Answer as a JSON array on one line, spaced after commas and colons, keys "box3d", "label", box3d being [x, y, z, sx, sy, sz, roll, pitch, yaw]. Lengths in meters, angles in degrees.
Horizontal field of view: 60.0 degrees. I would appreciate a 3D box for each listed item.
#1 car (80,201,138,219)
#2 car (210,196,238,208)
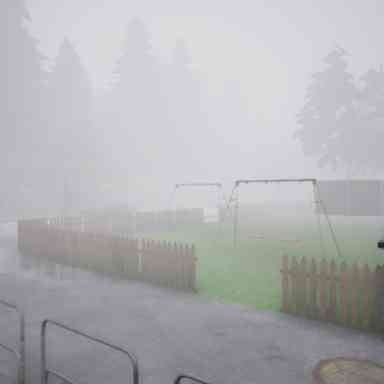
[{"box3d": [-7.117, 1.501, 29.239, 2.033, 1.411, 5.357, 0, 0, 35], "label": "car"}, {"box3d": [4.375, 1.306, 45.280, 2.097, 1.767, 4.553, 0, 0, 36], "label": "car"}]
